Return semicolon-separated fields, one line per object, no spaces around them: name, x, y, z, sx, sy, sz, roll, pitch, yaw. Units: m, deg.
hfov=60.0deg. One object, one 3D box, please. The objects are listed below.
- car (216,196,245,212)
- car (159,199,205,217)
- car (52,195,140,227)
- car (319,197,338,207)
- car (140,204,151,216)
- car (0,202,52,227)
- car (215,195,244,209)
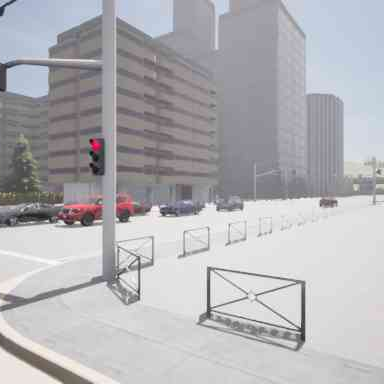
car;4.650;1.525;39.814;1.812;1.442;4.674;0;0;35
car;-1.036;1.600;31.593;1.895;1.301;4.718;0;0;35
car;-6.582;1.221;23.549;2.150;2.045;5.566;0;0;35
car;20.846;1.477;50.674;1.882;1.535;5.008;0;0;35
car;-5.984;1.600;30.582;1.895;1.301;4.718;0;0;35
car;-11.244;1.490;22.951;2.128;1.511;4.902;0;0;35
car;5.356;1.351;46.961;2.097;1.767;4.553;0;0;35
